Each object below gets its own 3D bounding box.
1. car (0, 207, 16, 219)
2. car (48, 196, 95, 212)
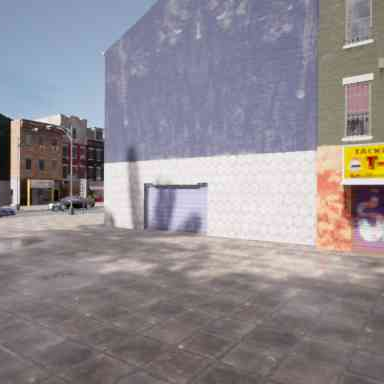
[{"bbox_3d":[-15.953,1.402,24.368,2.033,1.411,5.357,1,1,36],"label":"car"},{"bbox_3d":[-12.378,1.180,34.458,2.128,1.511,4.902,1,1,36],"label":"car"}]
